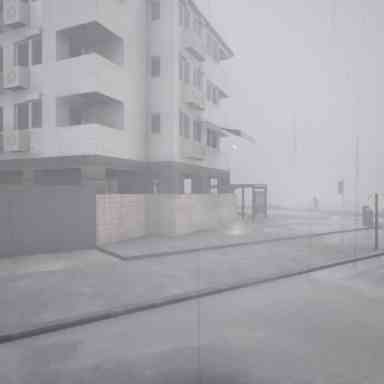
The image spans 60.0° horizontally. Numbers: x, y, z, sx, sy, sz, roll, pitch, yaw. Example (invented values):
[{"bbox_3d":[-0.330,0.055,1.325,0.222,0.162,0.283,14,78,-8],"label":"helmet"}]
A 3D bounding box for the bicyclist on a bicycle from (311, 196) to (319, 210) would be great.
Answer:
[{"bbox_3d":[14.652,1.349,39.554,1.656,1.620,0.582,0,0,-35],"label":"bicyclist on a bicycle"}]
